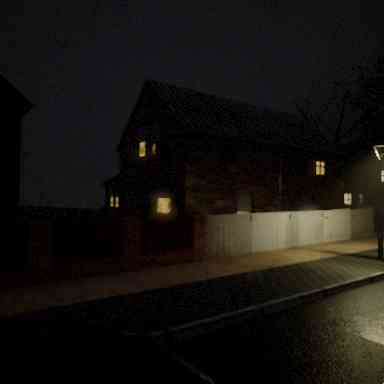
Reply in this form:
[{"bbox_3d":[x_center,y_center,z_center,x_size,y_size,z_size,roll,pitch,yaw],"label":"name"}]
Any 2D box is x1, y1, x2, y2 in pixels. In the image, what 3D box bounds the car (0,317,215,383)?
[{"bbox_3d":[-1.731,1.560,1.717,4.181,1.385,1.994,1,0,-35],"label":"car"}]
